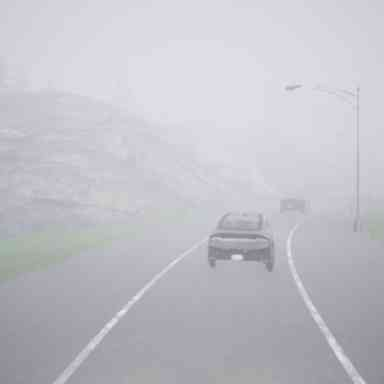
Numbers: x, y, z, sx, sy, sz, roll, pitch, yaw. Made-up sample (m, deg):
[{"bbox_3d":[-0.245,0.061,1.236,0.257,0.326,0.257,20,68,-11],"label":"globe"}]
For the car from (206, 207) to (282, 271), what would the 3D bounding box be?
[{"bbox_3d":[1.711,1.408,10.812,2.128,1.511,4.902,0,1,13],"label":"car"}]

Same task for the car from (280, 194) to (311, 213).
[{"bbox_3d":[9.015,0.888,28.754,1.882,1.535,5.008,0,2,28],"label":"car"}]
